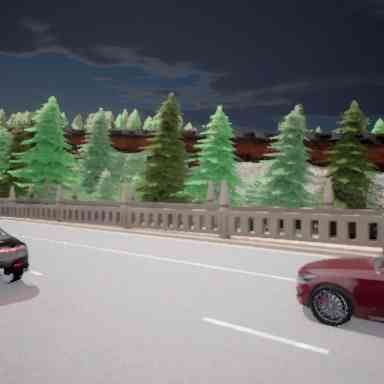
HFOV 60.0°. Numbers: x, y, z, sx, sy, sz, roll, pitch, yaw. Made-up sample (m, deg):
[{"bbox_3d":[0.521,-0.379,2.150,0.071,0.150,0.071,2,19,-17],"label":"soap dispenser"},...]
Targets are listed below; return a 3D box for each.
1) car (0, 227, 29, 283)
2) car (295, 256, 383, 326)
[{"bbox_3d":[-5.990,1.441,8.264,4.902,1.511,2.128,0,0,35],"label":"car"},{"bbox_3d":[4.084,1.533,5.377,4.674,1.442,1.812,0,0,35],"label":"car"}]
